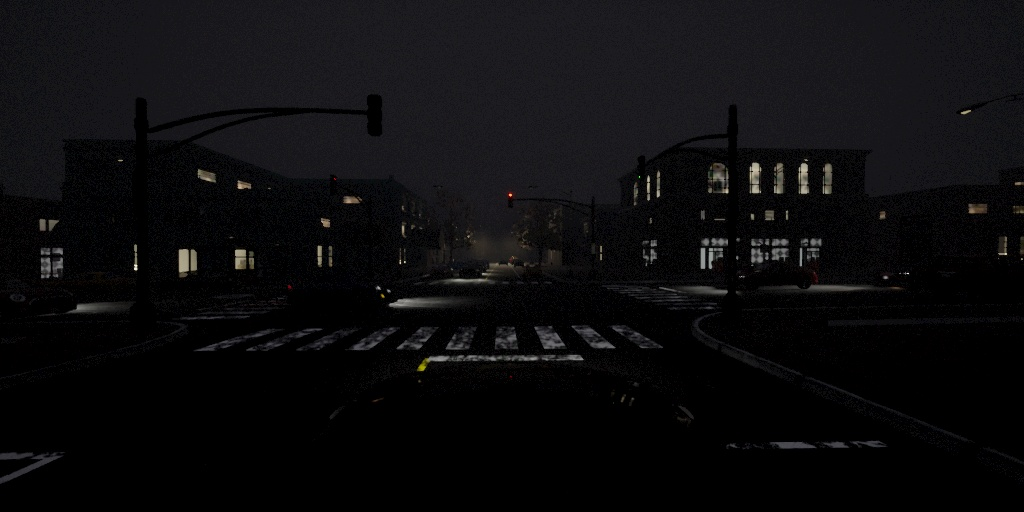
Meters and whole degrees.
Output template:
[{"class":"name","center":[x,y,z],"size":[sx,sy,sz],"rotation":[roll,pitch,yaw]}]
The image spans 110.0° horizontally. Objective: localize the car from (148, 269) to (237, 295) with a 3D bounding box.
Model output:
[{"class":"car","center":[-18.678,1.474,21.093],"size":[4.313,1.339,1.948],"rotation":[0,0,-2]}]

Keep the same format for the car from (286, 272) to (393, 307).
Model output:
[{"class":"car","center":[-7.466,1.394,15.779],"size":[4.181,1.385,1.994],"rotation":[-1,1,-2]}]

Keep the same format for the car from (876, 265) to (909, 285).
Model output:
[{"class":"car","center":[23.528,0.918,20.328],"size":[4.902,1.511,2.128],"rotation":[-1,1,-2]}]

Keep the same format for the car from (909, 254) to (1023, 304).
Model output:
[{"class":"car","center":[19.642,0.843,14.370],"size":[5.009,1.841,2.192],"rotation":[0,0,-2]}]

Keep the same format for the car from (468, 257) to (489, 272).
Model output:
[{"class":"car","center":[-4.180,1.220,44.461],"size":[1.882,1.535,5.008],"rotation":[0,0,-1]}]

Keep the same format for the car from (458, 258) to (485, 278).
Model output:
[{"class":"car","center":[-3.920,1.222,34.421],"size":[1.882,1.535,5.008],"rotation":[0,0,-2]}]

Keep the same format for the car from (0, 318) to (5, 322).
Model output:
[{"class":"car","center":[-5.661,1.295,1.086],"size":[1.888,1.381,4.507],"rotation":[0,0,-1]}]

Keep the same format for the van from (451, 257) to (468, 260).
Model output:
[{"class":"van","center":[-6.775,1.083,44.683],"size":[1.690,1.789,3.998],"rotation":[0,0,-1]}]

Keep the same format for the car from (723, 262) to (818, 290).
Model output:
[{"class":"car","center":[14.306,1.063,19.928],"size":[4.674,1.442,1.812],"rotation":[-1,1,-2]}]

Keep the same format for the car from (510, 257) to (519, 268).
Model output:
[{"class":"car","center":[1.178,1.289,61.531],"size":[2.007,1.370,4.403],"rotation":[0,0,-1]}]

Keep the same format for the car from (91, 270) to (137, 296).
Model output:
[{"class":"car","center":[-24.497,1.501,20.840],"size":[4.829,1.417,1.751],"rotation":[0,0,-2]}]

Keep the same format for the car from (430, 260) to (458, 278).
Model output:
[{"class":"car","center":[-6.492,1.326,33.595],"size":[1.802,1.307,4.207],"rotation":[0,0,-1]}]

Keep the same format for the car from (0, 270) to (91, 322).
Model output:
[{"class":"car","center":[-18.346,1.422,12.752],"size":[4.097,1.591,1.967],"rotation":[0,0,-2]}]

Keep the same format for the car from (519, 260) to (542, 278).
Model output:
[{"class":"car","center":[1.881,1.270,33.979],"size":[1.751,1.417,4.829],"rotation":[0,0,-1]}]
